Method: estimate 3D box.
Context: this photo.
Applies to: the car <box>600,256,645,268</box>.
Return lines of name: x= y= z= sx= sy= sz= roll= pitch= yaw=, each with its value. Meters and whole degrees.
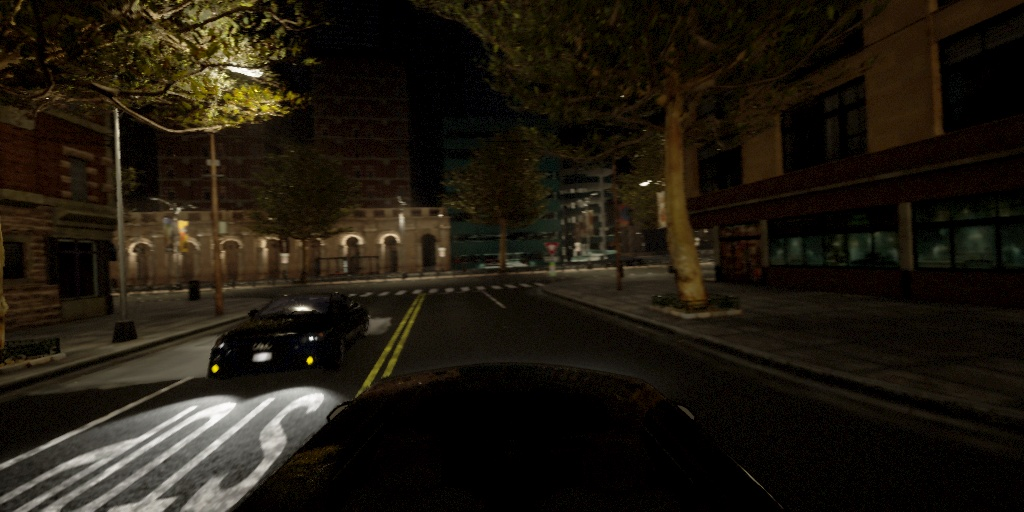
car: x=13.900 y=0.733 z=45.187 sx=5.357 sy=1.411 sz=2.033 roll=-2 pitch=0 yaw=-10

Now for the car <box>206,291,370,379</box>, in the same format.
car: x=-4.518 y=1.511 z=7.923 sx=1.994 sy=1.385 sz=4.181 roll=-2 pitch=0 yaw=-11
